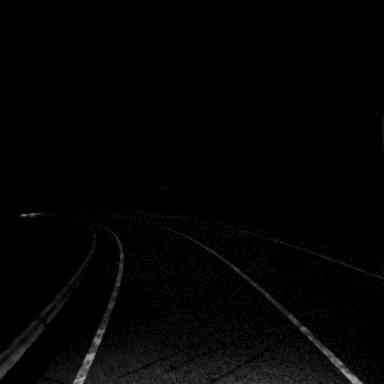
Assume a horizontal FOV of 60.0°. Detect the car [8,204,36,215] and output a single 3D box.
[{"bbox_3d":[-25.336,2.576,49.377,5.357,1.411,2.033,-3,2,39],"label":"car"}]
